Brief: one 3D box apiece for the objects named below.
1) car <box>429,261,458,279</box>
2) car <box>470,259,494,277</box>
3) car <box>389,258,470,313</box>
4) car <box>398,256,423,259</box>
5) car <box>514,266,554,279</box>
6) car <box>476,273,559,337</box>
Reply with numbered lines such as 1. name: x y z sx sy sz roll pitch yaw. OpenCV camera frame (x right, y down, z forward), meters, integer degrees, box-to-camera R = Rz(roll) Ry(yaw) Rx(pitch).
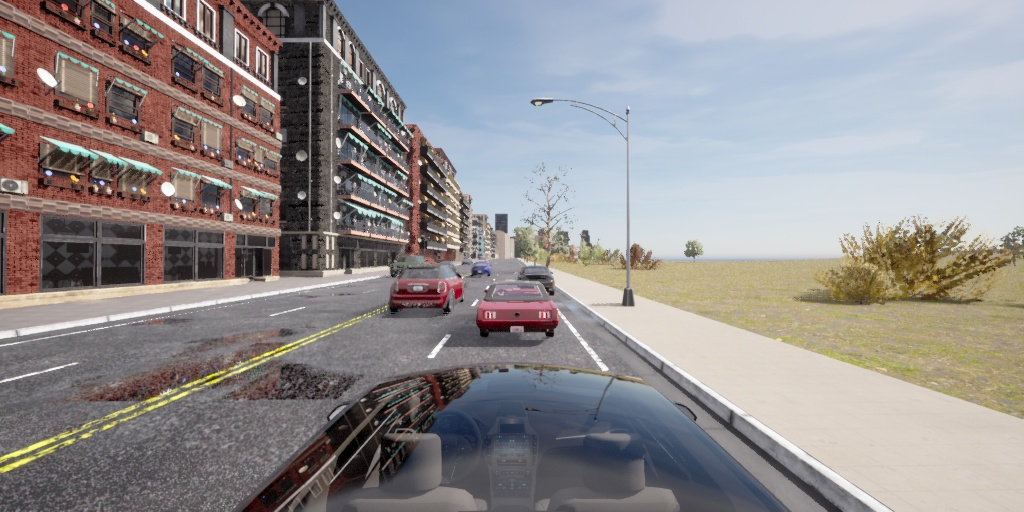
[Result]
1. car: -6.467 1.257 34.336 1.837 1.490 4.892 0 0 0
2. car: -3.009 1.277 36.106 1.812 1.442 4.674 0 0 0
3. car: -3.102 1.104 14.021 2.097 1.767 4.553 0 0 0
4. car: -9.717 0.973 33.929 2.150 2.045 5.566 0 0 0
5. car: 1.210 1.257 19.435 1.837 1.490 4.892 0 0 0
6. car: 0.133 1.352 10.235 1.895 1.301 4.718 0 0 0
